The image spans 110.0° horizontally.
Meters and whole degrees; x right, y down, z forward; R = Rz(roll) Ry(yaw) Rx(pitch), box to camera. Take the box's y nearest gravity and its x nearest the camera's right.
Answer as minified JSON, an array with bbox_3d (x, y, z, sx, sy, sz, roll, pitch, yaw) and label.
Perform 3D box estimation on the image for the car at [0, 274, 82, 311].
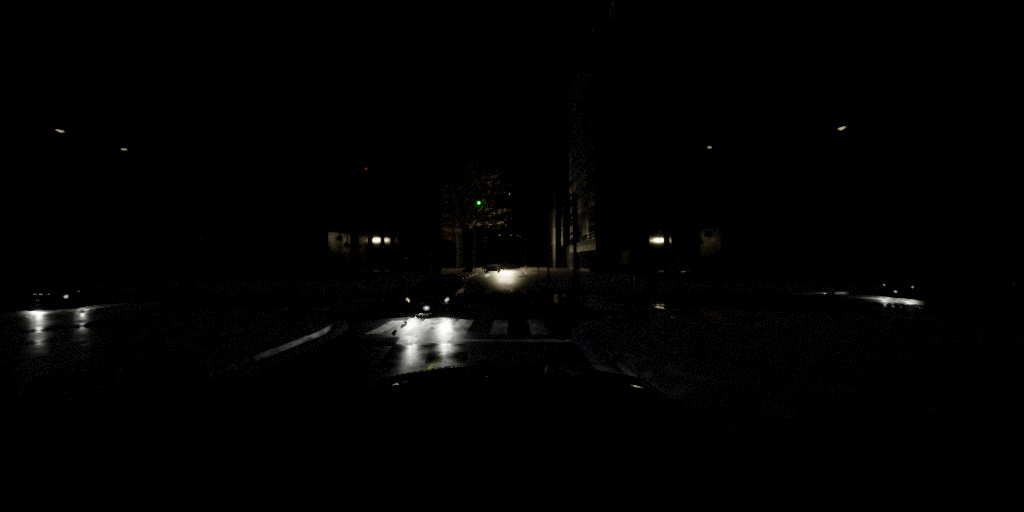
[{"bbox_3d":[-21.432,1.490,15.279,4.892,1.490,1.837,0,-1,0],"label":"car"}]

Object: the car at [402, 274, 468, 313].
[{"bbox_3d":[-3.004,1.487,15.260,2.033,1.411,5.357,0,-1,0],"label":"car"}]

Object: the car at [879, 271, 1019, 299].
[{"bbox_3d":[22.400,1.437,18.464,5.357,1.411,2.033,0,-1,0],"label":"car"}]

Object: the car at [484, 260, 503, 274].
[{"bbox_3d":[-3.000,1.699,55.518,2.150,2.045,5.566,0,-1,0],"label":"car"}]
